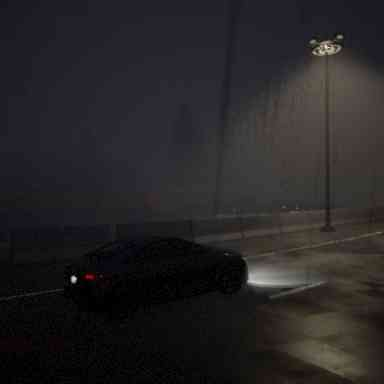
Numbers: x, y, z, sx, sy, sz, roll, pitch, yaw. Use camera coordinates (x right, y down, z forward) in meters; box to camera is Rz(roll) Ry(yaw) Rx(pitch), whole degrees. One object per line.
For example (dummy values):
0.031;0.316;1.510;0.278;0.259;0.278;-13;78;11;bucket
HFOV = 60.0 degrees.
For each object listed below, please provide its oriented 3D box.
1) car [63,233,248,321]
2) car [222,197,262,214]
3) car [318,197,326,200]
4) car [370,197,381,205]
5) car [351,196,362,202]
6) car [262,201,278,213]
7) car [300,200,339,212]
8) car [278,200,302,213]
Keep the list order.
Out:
-0.676;1.650;7.590;4.181;1.385;1.994;0;-1;-37;car
6.097;1.633;41.998;2.150;2.045;5.566;-1;-1;43;car
29.936;1.793;76.202;1.812;1.442;4.674;-1;-1;26;car
37.724;1.786;68.383;1.882;1.535;5.008;-1;-1;29;car
35.563;1.697;71.810;1.837;1.490;4.892;-1;-1;27;car
10.396;1.864;41.537;1.882;1.535;5.008;-1;-1;42;car
13.674;1.847;34.715;2.033;1.411;5.357;-1;-1;43;car
12.229;1.697;38.377;2.097;1.767;4.553;-1;-1;43;car
